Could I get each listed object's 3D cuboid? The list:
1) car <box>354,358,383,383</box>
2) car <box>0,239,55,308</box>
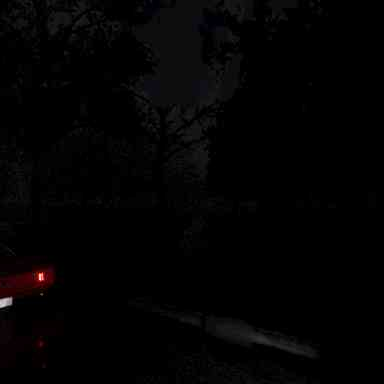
[{"bbox_3d":[3.139,1.504,1.139,4.892,1.490,1.837,0,0,35],"label":"car"},{"bbox_3d":[-5.016,1.611,6.981,4.718,1.301,1.895,0,0,36],"label":"car"}]
